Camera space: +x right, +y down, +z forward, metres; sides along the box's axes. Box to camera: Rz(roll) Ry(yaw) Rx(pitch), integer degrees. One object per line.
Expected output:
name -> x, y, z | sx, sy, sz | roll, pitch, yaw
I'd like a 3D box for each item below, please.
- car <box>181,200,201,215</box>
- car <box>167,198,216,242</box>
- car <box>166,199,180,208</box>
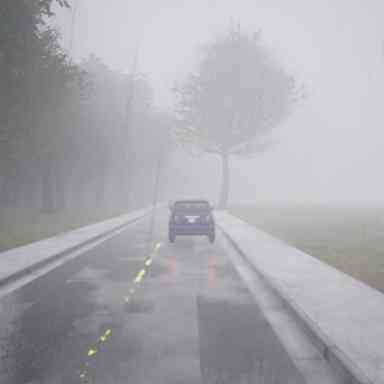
car -> -0.104, 1.684, 37.080 | 2.128, 1.511, 4.902 | 0, 0, 0
car -> -0.013, 1.314, 17.031 | 2.150, 2.045, 5.566 | 0, 0, 0
car -> -3.037, 1.842, 54.705 | 2.033, 1.411, 5.357 | 0, 0, 0
